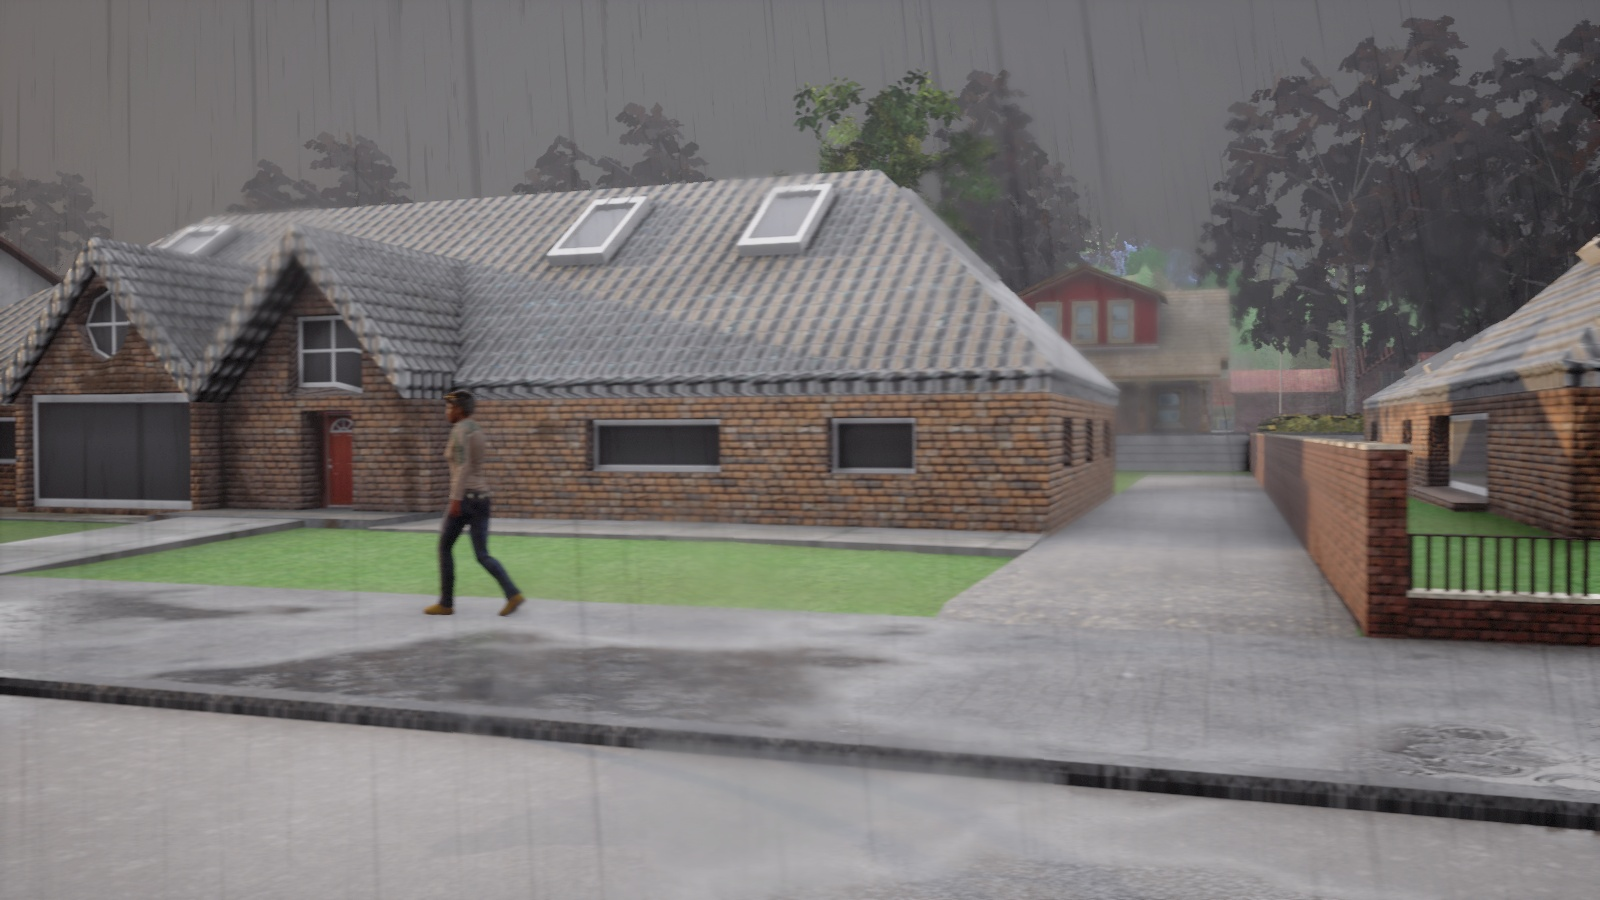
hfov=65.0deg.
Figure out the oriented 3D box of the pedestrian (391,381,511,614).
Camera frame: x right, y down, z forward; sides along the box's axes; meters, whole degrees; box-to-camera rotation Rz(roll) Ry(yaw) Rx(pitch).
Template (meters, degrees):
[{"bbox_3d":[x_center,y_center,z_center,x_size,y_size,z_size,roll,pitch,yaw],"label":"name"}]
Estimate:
[{"bbox_3d":[-2.775,0.366,9.985,0.869,1.805,0.328,0,1,14],"label":"pedestrian"}]
